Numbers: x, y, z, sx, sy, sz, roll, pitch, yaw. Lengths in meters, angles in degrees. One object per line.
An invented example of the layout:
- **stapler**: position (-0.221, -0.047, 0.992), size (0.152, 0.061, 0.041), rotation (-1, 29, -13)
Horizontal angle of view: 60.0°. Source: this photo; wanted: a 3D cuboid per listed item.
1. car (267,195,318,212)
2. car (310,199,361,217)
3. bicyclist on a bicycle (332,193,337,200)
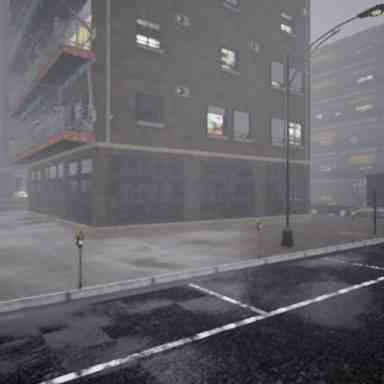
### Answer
- **car**: position (10.437, 1.173, 34.878), size (1.882, 1.535, 5.008), rotation (0, 1, -36)
- **car**: position (12.027, 1.332, 28.313), size (2.008, 1.369, 4.403), rotation (1, 0, -36)
- **bicyclist on a bicycle**: position (17.274, 0.997, 40.333), size (1.656, 1.620, 0.582), rotation (0, 1, -36)
